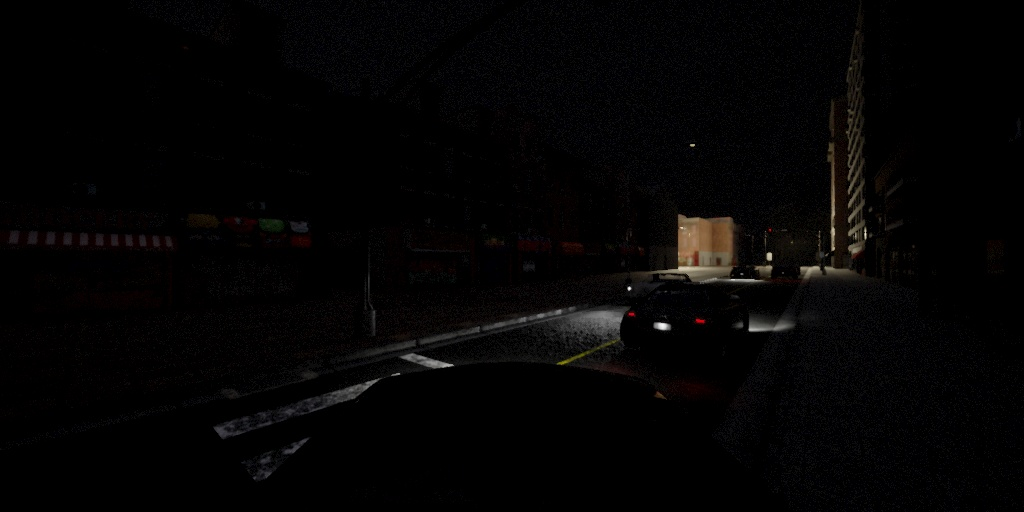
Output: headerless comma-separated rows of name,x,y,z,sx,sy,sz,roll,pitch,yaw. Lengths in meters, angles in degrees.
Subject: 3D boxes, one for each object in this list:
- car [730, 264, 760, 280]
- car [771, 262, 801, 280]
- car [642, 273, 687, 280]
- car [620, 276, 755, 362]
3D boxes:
car,22.185,1.483,34.076,1.994,1.385,4.181,0,-1,41
car,25.897,1.393,34.038,1.882,1.535,5.008,0,-1,40
car,6.758,1.420,15.911,1.895,1.301,4.718,0,0,40
car,4.206,1.341,8.473,1.994,1.385,4.181,0,0,40
